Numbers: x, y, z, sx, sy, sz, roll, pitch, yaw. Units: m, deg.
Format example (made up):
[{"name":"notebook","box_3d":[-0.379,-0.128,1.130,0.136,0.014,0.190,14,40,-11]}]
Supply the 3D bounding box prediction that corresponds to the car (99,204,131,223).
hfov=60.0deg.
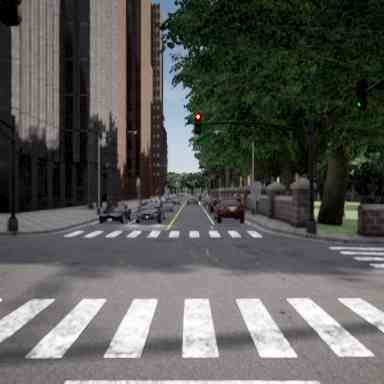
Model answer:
[{"name":"car","box_3d":[-5.742,1.566,25.370,1.947,1.339,4.313,0,0,0]}]

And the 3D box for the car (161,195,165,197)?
[{"name":"car","box_3d":[-5.722,1.601,52.655,1.802,1.307,4.206,0,0,0]}]

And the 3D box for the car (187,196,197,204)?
[{"name":"car","box_3d":[0.050,1.592,65.910,1.994,1.385,4.181,0,0,0]}]

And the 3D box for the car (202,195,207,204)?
[{"name":"car","box_3d":[2.799,1.566,47.199,2.008,1.369,4.403,0,0,0]}]

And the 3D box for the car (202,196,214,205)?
[{"name":"car","box_3d":[2.807,1.463,58.112,1.967,1.590,4.097,0,0,0]}]

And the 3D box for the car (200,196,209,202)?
[{"name":"car","box_3d":[2.819,1.562,74.651,1.752,1.417,4.829,0,0,0]}]

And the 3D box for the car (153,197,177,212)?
[{"name":"car","box_3d":[-3.071,1.609,37.955,1.895,1.301,4.718,0,0,0]}]

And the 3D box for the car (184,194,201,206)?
[{"name":"car","box_3d":[0.098,1.513,55.930,2.128,1.511,4.902,0,0,1]}]

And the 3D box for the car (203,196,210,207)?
[{"name":"car","box_3d":[2.795,1.562,41.742,2.008,1.369,4.403,0,0,0]}]

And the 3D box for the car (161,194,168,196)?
[{"name":"car","box_3d":[-5.714,1.609,63.569,1.802,1.307,4.206,0,0,0]}]

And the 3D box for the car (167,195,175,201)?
[{"name":"car","box_3d":[-5.694,1.496,90.854,1.967,1.590,4.097,0,0,0]}]

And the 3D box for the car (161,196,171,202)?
[{"name":"car","box_3d":[-5.706,1.581,74.483,1.887,1.381,4.507,0,0,0]}]

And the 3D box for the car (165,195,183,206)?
[{"name":"car","box_3d":[-3.002,1.585,55.863,1.994,1.385,4.181,0,0,1]}]

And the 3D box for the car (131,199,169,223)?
[{"name":"car","box_3d":[-3.087,1.505,25.643,1.837,1.490,4.892,0,0,1]}]

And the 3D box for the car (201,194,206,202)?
[{"name":"car","box_3d":[2.803,1.459,52.655,1.967,1.590,4.097,0,0,0]}]

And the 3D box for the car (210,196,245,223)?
[{"name":"car","box_3d":[2.783,1.315,25.373,2.192,1.841,5.009,0,0,0]}]

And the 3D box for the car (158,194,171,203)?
[{"name":"car","box_3d":[-5.710,1.346,69.026,2.192,1.841,5.009,0,0,0]}]

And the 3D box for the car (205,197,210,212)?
[{"name":"car","box_3d":[2.791,1.573,36.285,1.947,1.339,4.313,0,0,0]}]
